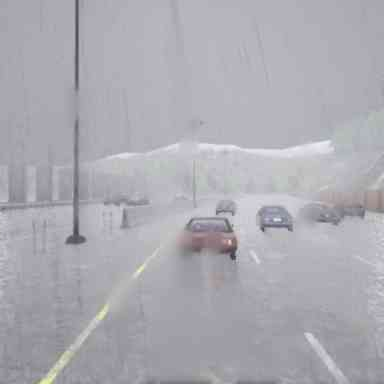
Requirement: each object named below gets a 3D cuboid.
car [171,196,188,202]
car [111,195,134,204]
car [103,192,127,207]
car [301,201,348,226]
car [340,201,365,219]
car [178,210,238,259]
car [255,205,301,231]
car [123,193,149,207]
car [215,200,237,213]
[{"bbox_3d":[-2.085,1.396,57.998,2.033,1.411,5.357,0,0,14],"label":"car"},{"bbox_3d":[-12.440,1.293,59.786,2.128,1.511,4.902,0,0,14],"label":"car"},{"bbox_3d":[-11.193,1.050,49.556,2.150,2.045,5.566,0,0,13],"label":"car"},{"bbox_3d":[8.887,1.527,23.426,2.033,1.411,5.357,0,0,8],"label":"car"},{"bbox_3d":[13.346,1.477,28.757,2.128,1.511,4.902,0,0,10],"label":"car"},{"bbox_3d":[0.656,1.572,12.536,1.895,1.301,4.718,0,0,4],"label":"car"},{"bbox_3d":[4.925,1.518,20.221,2.033,1.411,5.357,0,0,7],"label":"car"},{"bbox_3d":[-7.838,1.325,48.568,1.882,1.535,5.008,0,1,12],"label":"car"},{"bbox_3d":[3.422,1.480,32.978,2.033,1.411,5.357,0,0,11],"label":"car"}]
